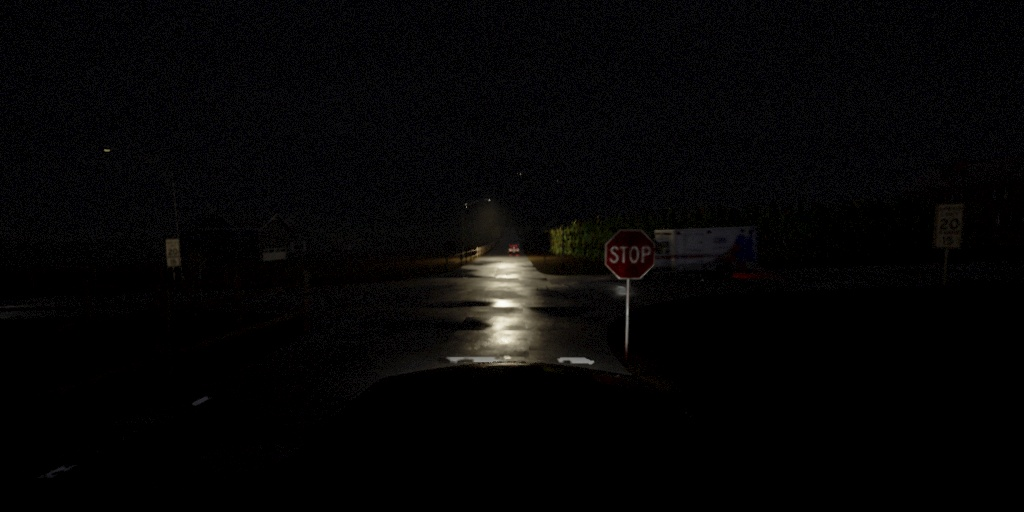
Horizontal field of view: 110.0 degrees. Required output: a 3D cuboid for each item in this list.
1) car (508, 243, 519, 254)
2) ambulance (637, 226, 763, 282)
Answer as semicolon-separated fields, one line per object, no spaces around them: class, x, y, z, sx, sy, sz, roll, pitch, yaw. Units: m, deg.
car;0.327;-1.065;62.464;1.895;1.301;4.718;0;3;0
ambulance;8.608;-0.134;17.867;6.366;2.431;2.351;-2;4;0
